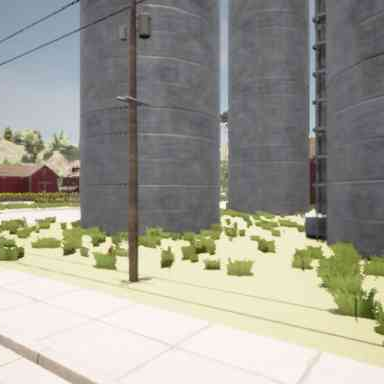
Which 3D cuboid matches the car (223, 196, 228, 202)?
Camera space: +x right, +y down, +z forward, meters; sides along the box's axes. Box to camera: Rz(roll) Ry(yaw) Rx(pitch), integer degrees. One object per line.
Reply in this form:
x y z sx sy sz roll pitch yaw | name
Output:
9.172 1.597 74.785 4.193 1.474 1.816 0 0 35 | car
